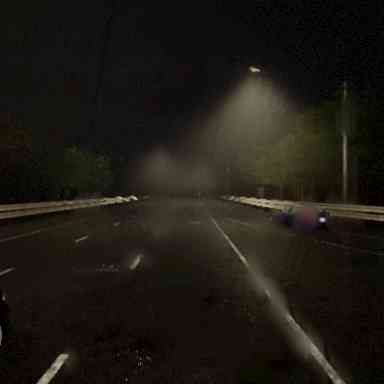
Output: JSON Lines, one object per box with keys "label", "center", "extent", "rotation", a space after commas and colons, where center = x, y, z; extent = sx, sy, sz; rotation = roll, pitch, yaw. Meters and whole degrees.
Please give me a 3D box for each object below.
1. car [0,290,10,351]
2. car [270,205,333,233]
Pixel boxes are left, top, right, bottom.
{"label": "car", "center": [-3.407, 1.497, 2.631], "extent": [2.128, 1.511, 4.902], "rotation": [0, 0, 0]}
{"label": "car", "center": [6.529, 1.539, 20.301], "extent": [2.163, 1.488, 4.792], "rotation": [0, 0, -14]}
